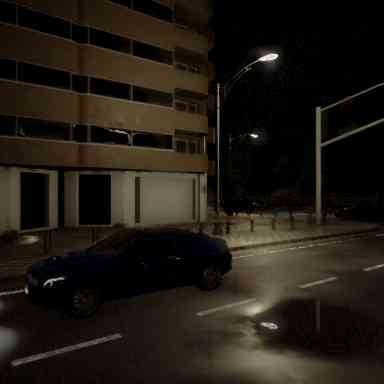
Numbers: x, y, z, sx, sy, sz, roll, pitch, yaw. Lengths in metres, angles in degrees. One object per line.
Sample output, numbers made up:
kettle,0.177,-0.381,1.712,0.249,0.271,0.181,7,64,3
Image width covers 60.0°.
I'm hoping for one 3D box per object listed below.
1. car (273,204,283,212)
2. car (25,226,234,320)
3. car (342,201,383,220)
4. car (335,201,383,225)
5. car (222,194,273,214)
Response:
car,8.307,1.656,39.060,1.895,1.301,4.718,0,0,-36
car,-1.133,1.526,7.463,4.674,1.442,1.812,0,0,-35
car,15.803,1.558,28.683,1.837,1.490,4.892,0,0,-36
car,13.415,1.592,25.001,2.033,1.411,5.357,0,-1,-26
car,5.705,1.277,36.691,2.150,2.045,5.566,0,0,-37
